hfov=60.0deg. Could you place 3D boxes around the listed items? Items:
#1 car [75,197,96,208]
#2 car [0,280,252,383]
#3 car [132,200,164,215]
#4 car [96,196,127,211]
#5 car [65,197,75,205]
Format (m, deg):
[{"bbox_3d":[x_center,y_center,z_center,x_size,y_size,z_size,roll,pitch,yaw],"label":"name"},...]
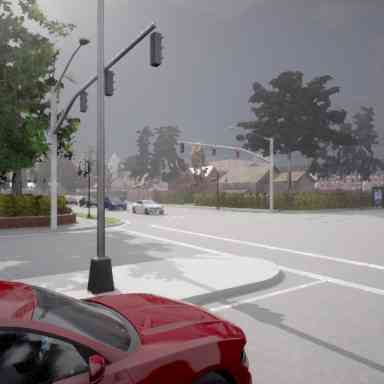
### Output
[{"bbox_3d":[-15.248,1.505,49.021,1.837,1.490,4.892,0,0,-36],"label":"car"},{"bbox_3d":[-1.717,1.478,2.544,5.008,1.535,1.882,0,0,-35],"label":"car"},{"bbox_3d":[-4.647,1.526,34.364,1.812,1.442,4.674,0,0,-35],"label":"car"},{"bbox_3d":[-9.855,1.352,41.567,2.097,1.767,4.553,0,0,-36],"label":"car"},{"bbox_3d":[-21.047,1.564,57.083,1.994,1.385,4.181,0,0,-34],"label":"car"}]
